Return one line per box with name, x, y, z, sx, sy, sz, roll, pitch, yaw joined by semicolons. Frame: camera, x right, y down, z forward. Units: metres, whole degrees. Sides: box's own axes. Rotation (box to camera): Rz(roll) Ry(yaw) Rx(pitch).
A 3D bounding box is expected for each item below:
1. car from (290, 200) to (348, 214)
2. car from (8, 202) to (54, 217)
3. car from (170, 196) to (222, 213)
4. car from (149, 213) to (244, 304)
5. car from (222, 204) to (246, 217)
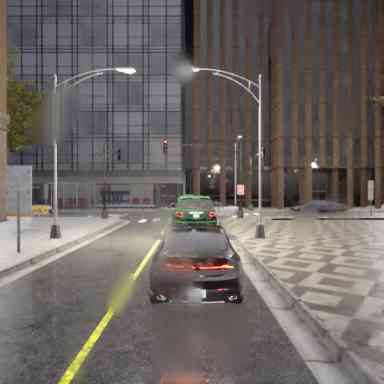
car;12.734;1.486;33.515;5.357;1.411;2.033;0;0;0
car;-15.256;1.537;30.320;5.008;1.535;1.882;0;0;0
car;0.040;1.218;18.134;2.150;2.045;5.566;0;0;-3
car;0.082;1.504;8.143;1.837;1.490;4.892;0;0;0
car;2.517;1.589;30.319;4.718;1.301;1.895;0;0;0
